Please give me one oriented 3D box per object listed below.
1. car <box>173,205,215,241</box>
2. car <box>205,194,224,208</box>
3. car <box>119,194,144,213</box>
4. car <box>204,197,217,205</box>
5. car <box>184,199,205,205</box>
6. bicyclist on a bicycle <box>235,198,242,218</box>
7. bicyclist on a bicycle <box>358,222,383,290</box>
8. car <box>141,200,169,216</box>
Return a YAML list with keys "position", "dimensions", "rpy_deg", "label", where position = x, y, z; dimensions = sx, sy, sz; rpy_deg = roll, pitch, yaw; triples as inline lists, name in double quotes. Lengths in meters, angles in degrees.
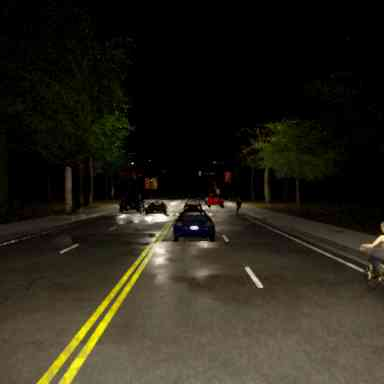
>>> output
- position: [0.101, 1.565, 16.817]
  dimensions: [1.994, 1.385, 4.181]
  rpy_deg: [0, 0, 0]
  label: "car"
- position: [3.352, 1.231, 47.628]
  dimensions: [2.150, 2.045, 5.566]
  rpy_deg: [0, 0, 0]
  label: "car"
- position: [-6.602, 1.225, 37.204]
  dimensions: [2.150, 2.045, 5.566]
  rpy_deg: [0, 0, 0]
  label: "car"
- position: [3.252, 1.561, 58.817]
  dimensions: [2.033, 1.411, 5.357]
  rpy_deg: [0, 0, 0]
  label: "car"
- position: [0.101, 1.604, 34.877]
  dimensions: [1.895, 1.301, 4.718]
  rpy_deg: [0, 0, 0]
  label: "car"
- position: [4.145, 1.373, 29.550]
  dimensions: [0.659, 1.776, 1.843]
  rpy_deg: [0, 0, 0]
  label: "bicyclist on a bicycle"
- position: [4.125, 1.437, 7.157]
  dimensions: [0.866, 1.612, 1.509]
  rpy_deg: [0, 0, 0]
  label: "bicyclist on a bicycle"
- position: [-3.346, 1.567, 32.190]
  dimensions: [1.994, 1.385, 4.181]
  rpy_deg: [0, 0, 0]
  label: "car"
